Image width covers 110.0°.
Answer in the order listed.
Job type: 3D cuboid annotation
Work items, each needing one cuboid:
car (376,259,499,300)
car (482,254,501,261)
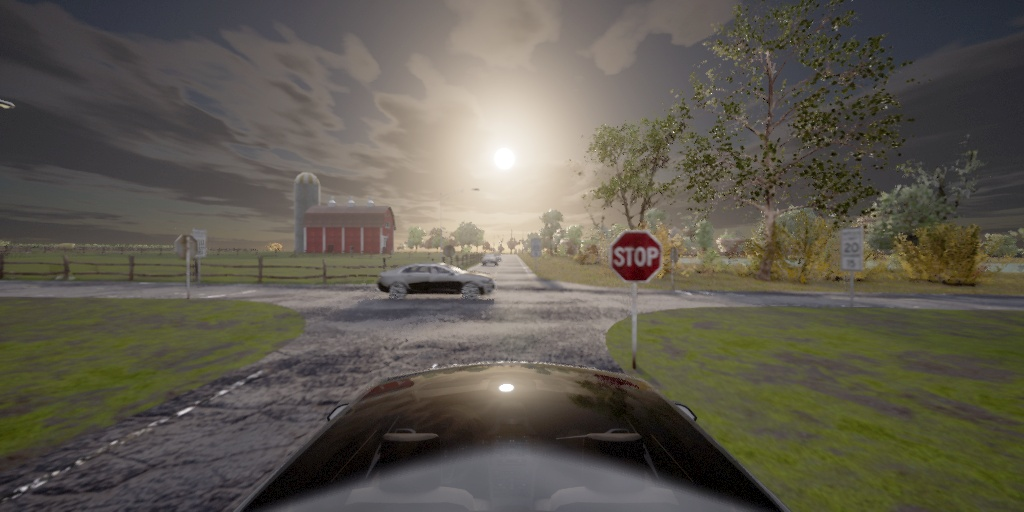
[{"bbox_3d":[-3.146,1.016,15.131,4.902,1.511,2.128,0,1,0],"label":"car"},{"bbox_3d":[-2.813,0.472,45.997,1.812,1.442,4.674,0,1,0],"label":"car"}]
